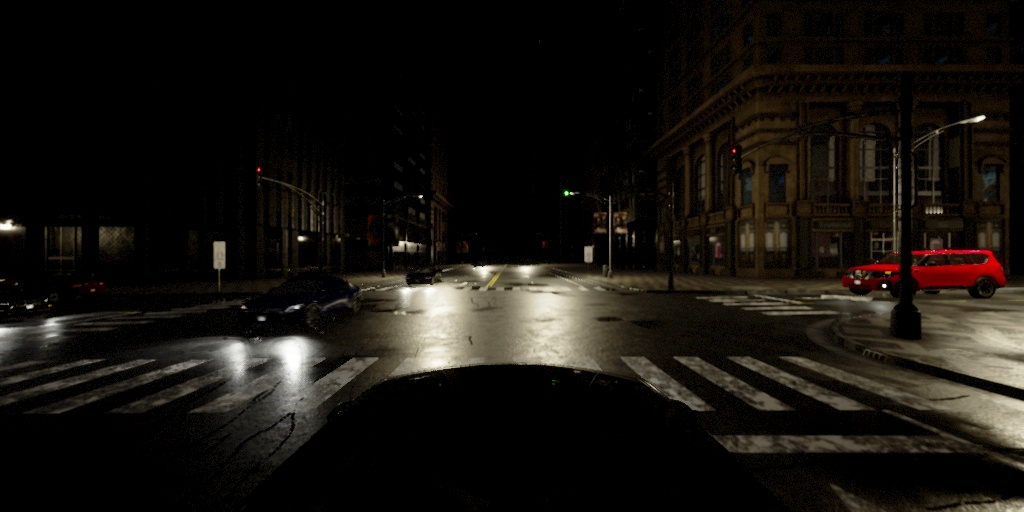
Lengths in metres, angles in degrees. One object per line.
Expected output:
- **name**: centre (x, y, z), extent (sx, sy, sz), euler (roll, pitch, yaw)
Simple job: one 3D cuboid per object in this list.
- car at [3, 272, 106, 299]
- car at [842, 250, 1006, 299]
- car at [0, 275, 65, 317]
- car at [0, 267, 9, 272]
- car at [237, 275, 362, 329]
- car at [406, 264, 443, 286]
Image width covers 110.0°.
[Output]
- **car**: centre (-23.971, 1.675, 18.628), extent (4.507, 1.381, 1.888), euler (0, 0, 0)
- **car**: centre (18.082, 0.779, 15.899), extent (5.566, 2.045, 2.150), euler (-1, 0, 0)
- **car**: centre (-19.618, 1.564, 12.772), extent (4.892, 1.490, 1.837), euler (0, 0, 0)
- **car**: centre (-29.059, 1.515, 18.645), extent (5.009, 1.841, 2.192), euler (0, 0, 0)
- **car**: centre (-6.497, 1.364, 11.629), extent (1.812, 1.442, 4.674), euler (0, 0, 0)
- **car**: centre (-6.497, 1.406, 27.004), extent (1.882, 1.535, 5.008), euler (0, 1, 0)
